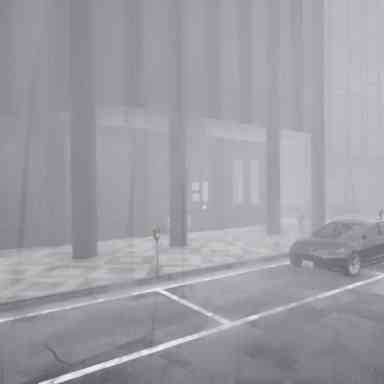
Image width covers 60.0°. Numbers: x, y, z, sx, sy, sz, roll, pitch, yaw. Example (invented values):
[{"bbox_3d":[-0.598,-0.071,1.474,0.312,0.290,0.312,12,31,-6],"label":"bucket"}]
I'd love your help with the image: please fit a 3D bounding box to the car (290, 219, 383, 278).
[{"bbox_3d":[4.798,1.498,9.956,4.313,1.339,1.947,0,0,-35],"label":"car"}]
